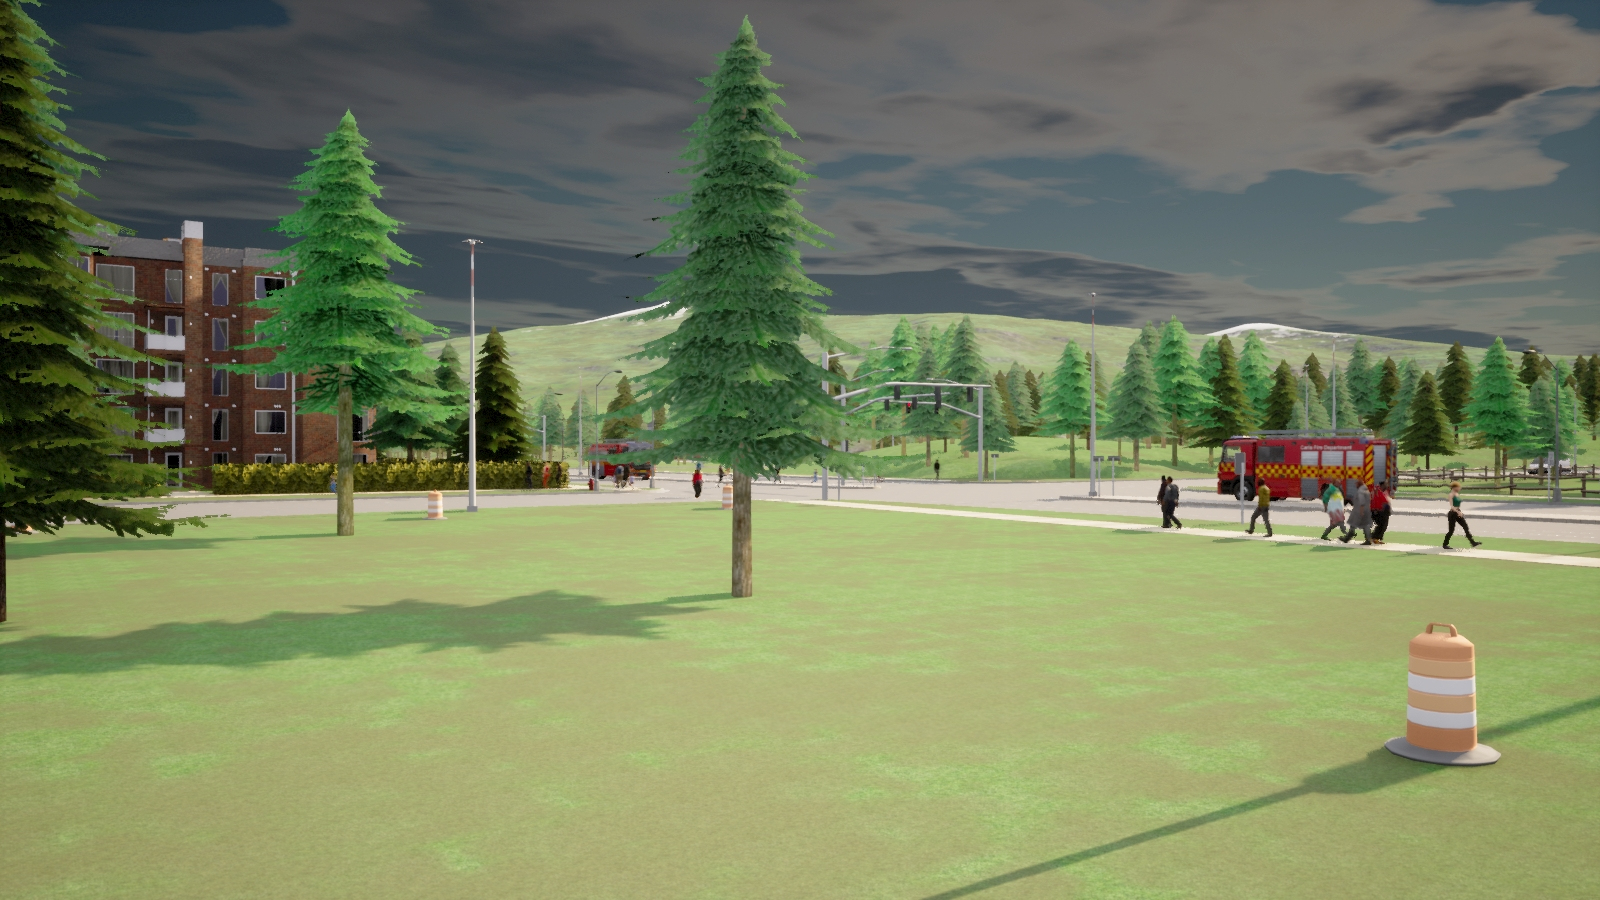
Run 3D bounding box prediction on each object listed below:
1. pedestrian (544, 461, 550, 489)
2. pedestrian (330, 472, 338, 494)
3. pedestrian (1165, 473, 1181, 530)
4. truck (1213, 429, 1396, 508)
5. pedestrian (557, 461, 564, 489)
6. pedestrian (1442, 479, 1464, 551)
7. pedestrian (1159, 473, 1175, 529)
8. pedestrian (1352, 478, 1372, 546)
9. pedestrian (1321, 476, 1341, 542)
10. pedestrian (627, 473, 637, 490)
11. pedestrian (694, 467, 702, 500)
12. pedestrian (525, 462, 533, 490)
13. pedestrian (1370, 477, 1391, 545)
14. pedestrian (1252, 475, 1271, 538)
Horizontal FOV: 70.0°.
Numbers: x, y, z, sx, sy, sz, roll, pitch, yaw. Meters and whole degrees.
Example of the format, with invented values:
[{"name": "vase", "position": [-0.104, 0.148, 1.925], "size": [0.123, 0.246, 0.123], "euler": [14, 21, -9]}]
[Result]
[{"name": "pedestrian", "position": [-16.975, 1.696, 76.622], "size": [0.375, 1.860, 0.375], "euler": [0, 0, -21]}, {"name": "pedestrian", "position": [-27.996, 1.976, 68.630], "size": [0.375, 1.300, 0.375], "euler": [0, 0, -36]}, {"name": "pedestrian", "position": [12.299, 1.696, 37.671], "size": [0.375, 1.860, 0.375], "euler": [0, 0, -39]}, {"name": "truck", "position": [26.071, 0.891, 59.482], "size": [2.891, 3.827, 8.468], "euler": [0, 0, -34]}, {"name": "pedestrian", "position": [-16.111, 1.696, 76.860], "size": [0.375, 1.860, 0.375], "euler": [0, 0, -30]}, {"name": "pedestrian", "position": [17.140, 1.696, 29.997], "size": [0.375, 1.860, 0.375], "euler": [0, 0, -30]}, {"name": "pedestrian", "position": [12.301, 1.696, 38.314], "size": [0.375, 1.860, 0.375], "euler": [0, 0, -30]}, {"name": "pedestrian", "position": [15.472, 1.696, 31.446], "size": [0.375, 1.860, 0.375], "euler": [0, 0, -35]}, {"name": "pedestrian", "position": [15.329, 1.697, 33.004], "size": [0.375, 1.860, 0.375], "euler": [0, 0, -33]}, {"name": "pedestrian", "position": [-11.178, 2.076, 76.127], "size": [0.500, 1.100, 0.500], "euler": [0, 0, -32]}, {"name": "pedestrian", "position": [-5.876, 1.928, 65.689], "size": [0.375, 1.860, 0.375], "euler": [0, 0, -27]}, {"name": "pedestrian", "position": [-17.885, 1.696, 75.454], "size": [0.375, 1.860, 0.375], "euler": [0, 0, -34]}, {"name": "pedestrian", "position": [16.116, 1.696, 31.712], "size": [0.375, 1.860, 0.375], "euler": [0, 0, -32]}, {"name": "pedestrian", "position": [13.829, 1.696, 34.272], "size": [0.375, 1.860, 0.375], "euler": [0, 0, -30]}]
